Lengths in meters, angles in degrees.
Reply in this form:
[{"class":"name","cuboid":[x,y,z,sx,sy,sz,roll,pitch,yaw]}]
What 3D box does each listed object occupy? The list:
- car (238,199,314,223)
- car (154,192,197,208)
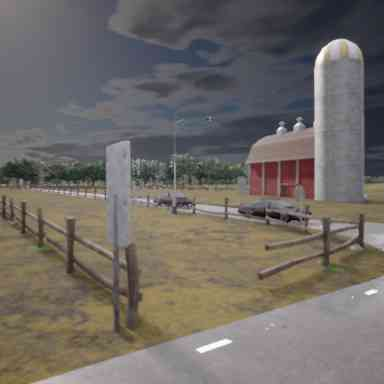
[{"class":"car","cuboid":[5.428,1.171,22.185,2.033,1.411,5.357,0,2,-36]},{"class":"car","cuboid":[-1.752,0.753,32.282,2.033,1.411,5.357,0,2,-35]}]
